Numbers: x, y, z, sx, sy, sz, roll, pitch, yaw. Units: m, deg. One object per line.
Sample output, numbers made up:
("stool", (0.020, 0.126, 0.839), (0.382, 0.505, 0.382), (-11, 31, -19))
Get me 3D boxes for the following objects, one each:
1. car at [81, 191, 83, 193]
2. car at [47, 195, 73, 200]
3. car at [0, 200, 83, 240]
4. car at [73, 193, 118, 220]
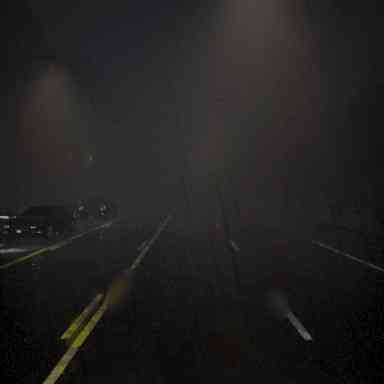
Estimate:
("car", (-26.523, 0.057, 76.550), (1.970, 1.475, 3.806), (0, 3, 0))
("car", (-10.741, 1.159, 26.601), (2.097, 1.767, 4.553), (0, 0, 0))
("car", (-7.202, 1.377, 16.238), (1.837, 1.490, 4.892), (0, 0, 0))
("car", (-7.239, 1.154, 25.959), (2.097, 1.767, 4.553), (0, 0, 0))
